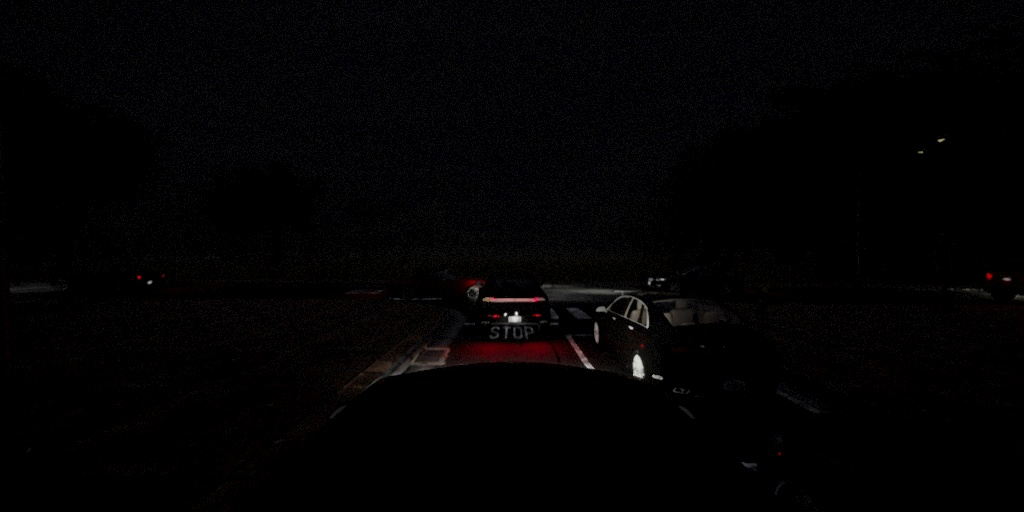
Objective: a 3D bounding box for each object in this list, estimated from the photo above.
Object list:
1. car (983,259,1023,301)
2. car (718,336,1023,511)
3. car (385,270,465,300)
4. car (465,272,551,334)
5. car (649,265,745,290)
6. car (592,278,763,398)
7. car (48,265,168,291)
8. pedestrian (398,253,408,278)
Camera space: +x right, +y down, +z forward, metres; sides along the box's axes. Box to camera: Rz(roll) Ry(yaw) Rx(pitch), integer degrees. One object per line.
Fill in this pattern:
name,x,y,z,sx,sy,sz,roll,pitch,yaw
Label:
car,25.761,1.203,16.738,5.566,2.045,2.150,1,1,0
car,2.636,1.336,0.876,1.802,1.307,4.207,0,0,0
car,-3.262,1.294,16.749,4.718,1.301,1.895,0,1,0
car,-0.063,1.203,10.495,2.128,1.511,4.902,0,0,-3
car,10.008,1.242,19.692,4.902,1.511,2.128,1,1,0
car,2.638,1.279,6.408,2.007,1.370,4.403,0,0,0
car,-22.098,1.156,19.689,4.718,1.301,1.895,0,1,0
pedestrian,-6.871,0.670,22.588,0.375,1.860,0.375,0,1,0
